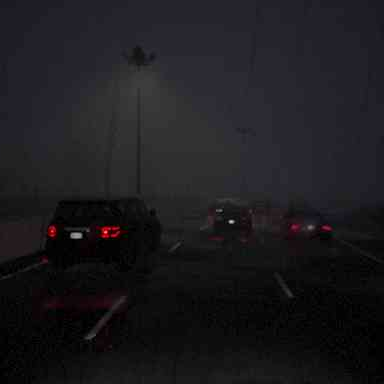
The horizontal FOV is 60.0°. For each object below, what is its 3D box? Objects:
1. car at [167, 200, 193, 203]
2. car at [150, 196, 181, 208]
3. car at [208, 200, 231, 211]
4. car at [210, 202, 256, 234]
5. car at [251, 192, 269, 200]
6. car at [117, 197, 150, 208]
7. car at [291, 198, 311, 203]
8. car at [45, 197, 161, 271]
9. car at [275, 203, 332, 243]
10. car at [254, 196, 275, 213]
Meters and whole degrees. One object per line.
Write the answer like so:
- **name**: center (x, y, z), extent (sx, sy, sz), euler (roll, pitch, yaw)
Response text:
- **car**: center (-1.100, 1.290, 41.701), extent (1.882, 1.535, 5.008), euler (0, 0, 25)
- **car**: center (-3.481, 1.300, 44.855), extent (1.837, 1.490, 4.892), euler (0, 0, 26)
- **car**: center (3.184, 1.460, 33.502), extent (1.895, 1.301, 4.718), euler (0, 0, 21)
- **car**: center (2.442, 1.485, 18.928), extent (1.994, 1.385, 4.181), euler (0, 0, 12)
- **car**: center (15.857, 0.938, 77.700), extent (2.097, 1.767, 4.553), euler (0, 0, 44)
- **car**: center (-7.682, 1.388, 44.180), extent (1.895, 1.301, 4.718), euler (0, 0, 25)
- **car**: center (11.403, 1.363, 34.986), extent (2.128, 1.511, 4.902), euler (0, 0, 23)
- **car**: center (-2.551, 1.167, 10.941), extent (2.150, 2.045, 5.566), euler (0, 0, 7)
- **car**: center (5.303, 1.489, 15.948), extent (2.033, 1.411, 5.357), euler (0, 0, 11)
- **car**: center (7.574, 1.354, 34.939), extent (2.128, 1.511, 4.902), euler (0, 0, 23)
